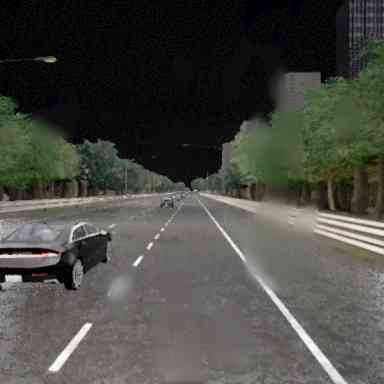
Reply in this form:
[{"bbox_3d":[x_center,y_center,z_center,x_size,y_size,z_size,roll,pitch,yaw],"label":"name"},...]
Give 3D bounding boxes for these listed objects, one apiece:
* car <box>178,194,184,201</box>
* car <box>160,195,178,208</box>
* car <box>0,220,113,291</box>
[{"bbox_3d":[-3.483,1.509,77.784,1.895,1.301,4.718,0,0,0],"label":"car"},{"bbox_3d":[-3.491,1.457,48.102,1.837,1.490,4.892,0,0,0],"label":"car"},{"bbox_3d":[-3.498,1.491,8.967,2.128,1.511,4.902,0,0,0],"label":"car"}]
